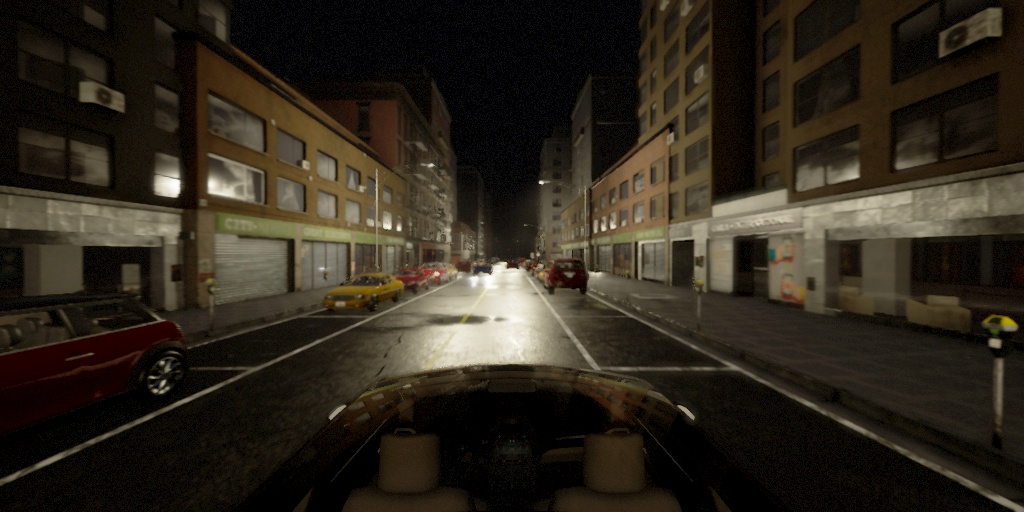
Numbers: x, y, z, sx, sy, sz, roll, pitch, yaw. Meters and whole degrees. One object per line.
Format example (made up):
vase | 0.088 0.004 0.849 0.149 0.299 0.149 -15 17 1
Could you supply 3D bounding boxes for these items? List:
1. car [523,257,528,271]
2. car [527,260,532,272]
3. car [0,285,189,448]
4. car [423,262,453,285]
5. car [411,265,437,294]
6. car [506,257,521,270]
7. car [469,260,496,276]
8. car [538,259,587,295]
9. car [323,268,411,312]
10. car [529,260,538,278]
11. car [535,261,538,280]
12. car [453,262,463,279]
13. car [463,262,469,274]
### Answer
car | 2.845 1.233 47.426 1.967 1.591 4.097 0 0 0
car | 2.848 1.318 36.433 1.888 1.381 4.507 0 0 0
car | -5.670 1.187 3.451 1.967 1.591 4.097 0 0 0
car | -5.675 1.195 25.438 1.967 1.591 4.097 0 0 0
car | -5.674 1.333 19.941 1.802 1.307 4.207 0 0 0
car | 0.087 1.335 55.552 1.812 1.442 4.674 0 0 0
car | -3.051 1.375 38.237 1.895 1.301 4.718 0 0 1
car | 2.852 1.069 19.943 2.192 1.841 5.009 0 0 0
car | -5.673 1.273 14.274 1.751 1.417 4.829 0 0 0
car | 2.849 1.316 30.936 2.007 1.370 4.403 0 0 0
car | 2.850 1.284 25.610 1.751 1.417 4.829 0 0 0
car | -5.676 1.287 30.764 1.751 1.417 4.829 0 0 0
car | -5.679 1.324 41.928 1.888 1.381 4.507 0 0 0
